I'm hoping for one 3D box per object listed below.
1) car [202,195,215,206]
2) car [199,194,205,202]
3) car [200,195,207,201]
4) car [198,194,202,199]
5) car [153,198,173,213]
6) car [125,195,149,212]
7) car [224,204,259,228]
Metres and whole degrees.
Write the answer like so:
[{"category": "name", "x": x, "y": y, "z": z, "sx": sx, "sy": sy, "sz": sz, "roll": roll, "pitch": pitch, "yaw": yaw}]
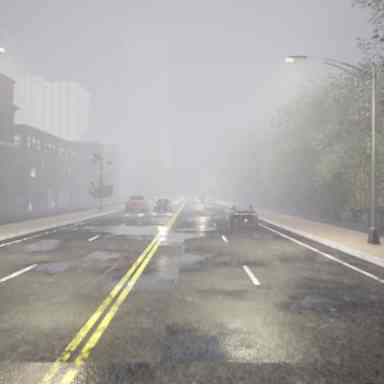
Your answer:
[{"category": "car", "x": 3.215, "y": 1.717, "z": 61.120, "sx": 1.812, "sy": 1.442, "sz": 4.674, "roll": 0, "pitch": 0, "yaw": 0}, {"category": "car", "x": 3.209, "y": 1.786, "z": 72.120, "sx": 1.994, "sy": 1.385, "sz": 4.181, "roll": 0, "pitch": 0, "yaw": 0}, {"category": "car", "x": 3.197, "y": 1.717, "z": 94.121, "sx": 2.033, "sy": 1.649, "sz": 4.856, "roll": 0, "pitch": 0, "yaw": 0}, {"category": "car", "x": 3.203, "y": 1.758, "z": 83.151, "sx": 2.163, "sy": 1.488, "sz": 4.792, "roll": 0, "pitch": 0, "yaw": 0}, {"category": "car", "x": -3.344, "y": 1.478, "z": 39.159, "sx": 2.097, "sy": 1.767, "sz": 4.553, "roll": 0, "pitch": 0, "yaw": 0}, {"category": "car", "x": -6.588, "y": 1.353, "z": 40.264, "sx": 2.150, "sy": 2.045, "sz": 5.566, "roll": 0, "pitch": 0, "yaw": 0}, {"category": "car", "x": 3.337, "y": 1.568, "z": 22.986, "sx": 2.128, "sy": 1.511, "sz": 4.902, "roll": 0, "pitch": 0, "yaw": 0}]
